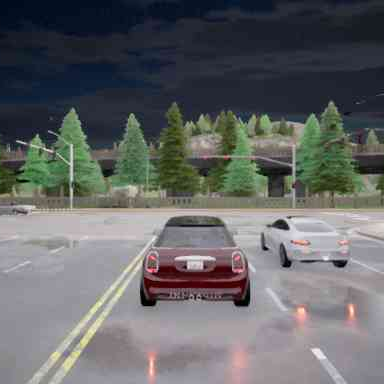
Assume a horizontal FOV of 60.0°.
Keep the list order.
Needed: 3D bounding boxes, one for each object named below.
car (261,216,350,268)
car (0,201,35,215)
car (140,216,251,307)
[{"bbox_3d":[3.594,1.524,11.205,1.812,1.442,4.674,0,0,0],"label":"car"},{"bbox_3d":[-17.647,1.540,31.597,4.718,1.301,1.895,0,0,2],"label":"car"},{"bbox_3d":[0.077,1.351,8.157,2.097,1.767,4.553,0,0,1],"label":"car"}]
